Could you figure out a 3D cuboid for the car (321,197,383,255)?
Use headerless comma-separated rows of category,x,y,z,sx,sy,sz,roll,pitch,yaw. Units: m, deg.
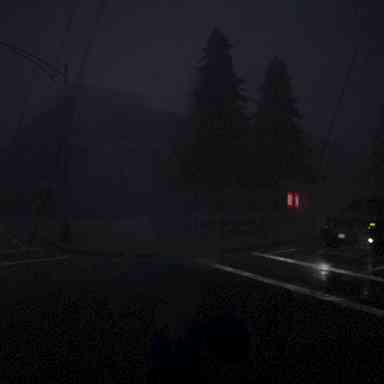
car,7.665,1.248,13.763,5.566,2.045,2.150,0,0,-37
